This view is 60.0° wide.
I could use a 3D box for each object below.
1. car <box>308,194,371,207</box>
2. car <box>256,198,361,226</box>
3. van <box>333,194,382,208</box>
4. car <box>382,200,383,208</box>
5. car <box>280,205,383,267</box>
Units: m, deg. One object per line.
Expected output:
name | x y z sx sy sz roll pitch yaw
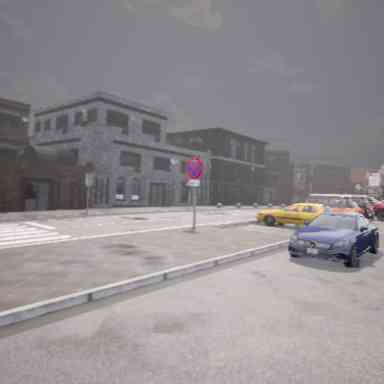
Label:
car | 8.342 1.209 21.012 4.553 1.767 2.185 2 1 40
car | 6.280 1.288 18.935 5.366 1.575 1.946 2 1 40
van | 10.382 1.163 23.266 4.442 1.987 1.878 2 1 40
car | 14.330 1.257 28.037 5.566 2.045 2.435 2 0 40
car | 4.939 1.408 11.190 1.812 1.442 4.674 2 2 41
